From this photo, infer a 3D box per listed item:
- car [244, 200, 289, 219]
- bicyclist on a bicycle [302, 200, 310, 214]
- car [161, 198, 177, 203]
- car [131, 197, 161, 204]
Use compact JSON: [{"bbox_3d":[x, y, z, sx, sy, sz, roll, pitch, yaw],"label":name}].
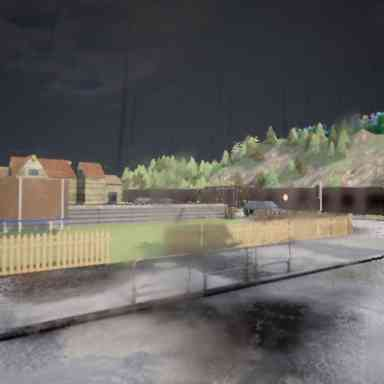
[{"bbox_3d":[7.322,1.654,32.940,2.097,1.767,4.553,1,-1,-36],"label":"car"},{"bbox_3d":[13.357,1.752,38.938,1.656,1.620,0.582,0,0,-36],"label":"bicyclist on a bicycle"},{"bbox_3d":[-4.410,1.856,56.495,1.837,1.490,4.892,1,0,-35],"label":"car"},{"bbox_3d":[-7.460,1.653,53.718,2.097,1.767,4.553,1,0,-35],"label":"car"}]
